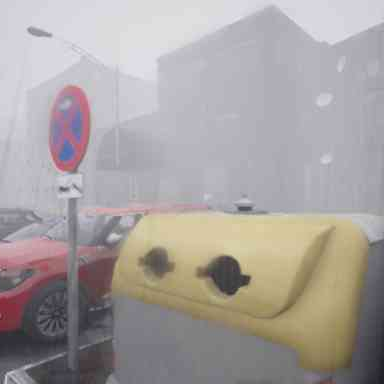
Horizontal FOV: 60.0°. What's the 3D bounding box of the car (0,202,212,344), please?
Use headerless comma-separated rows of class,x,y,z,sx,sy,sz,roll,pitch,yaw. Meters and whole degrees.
car,-1.585,1.274,7.013,2.435,2.045,5.566,1,0,43
